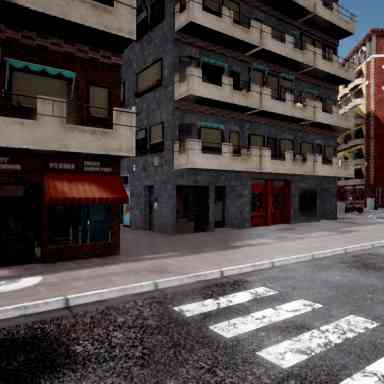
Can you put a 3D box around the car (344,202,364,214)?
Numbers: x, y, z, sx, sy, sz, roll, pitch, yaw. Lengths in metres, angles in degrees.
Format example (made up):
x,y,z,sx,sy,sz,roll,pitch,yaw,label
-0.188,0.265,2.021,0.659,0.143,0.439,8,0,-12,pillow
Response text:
x,y,z,sx,sy,sz,roll,pitch,yaw,label
17.782,1.787,37.916,1.895,1.301,4.718,0,0,5,car
